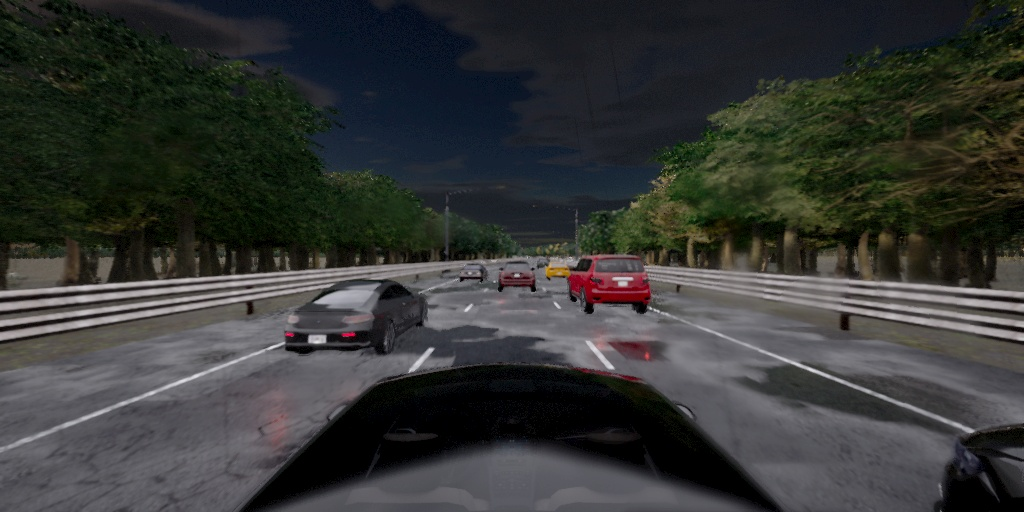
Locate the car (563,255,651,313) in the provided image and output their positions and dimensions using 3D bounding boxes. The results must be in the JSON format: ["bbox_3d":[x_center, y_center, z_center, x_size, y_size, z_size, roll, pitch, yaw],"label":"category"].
[{"bbox_3d":[3.587,0.987,14.153,2.150,2.045,5.566,0,0,1],"label":"car"}]

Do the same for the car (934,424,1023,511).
[{"bbox_3d":[3.506,1.244,0.113,2.128,1.511,4.902,0,0,0],"label":"car"}]

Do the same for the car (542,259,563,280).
[{"bbox_3d":[3.989,1.300,32.137,1.882,1.535,5.008,0,0,2],"label":"car"}]

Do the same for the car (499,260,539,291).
[{"bbox_3d":[0.329,1.133,22.140,2.097,1.767,4.553,0,0,1],"label":"car"}]

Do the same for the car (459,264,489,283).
[{"bbox_3d":[-3.016,1.349,29.007,2.033,1.411,5.357,0,0,2],"label":"car"}]

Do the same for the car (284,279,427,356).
[{"bbox_3d":[-3.365,1.277,8.531,1.812,1.442,4.674,0,0,0],"label":"car"}]

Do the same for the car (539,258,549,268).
[{"bbox_3d":[5.364,1.320,61.904,2.097,1.767,4.553,0,0,4],"label":"car"}]
